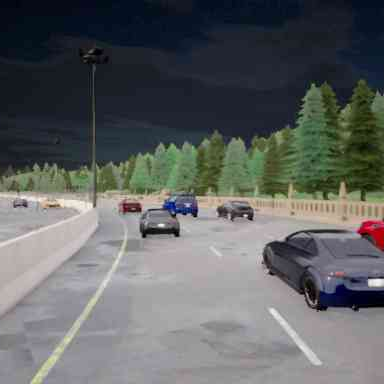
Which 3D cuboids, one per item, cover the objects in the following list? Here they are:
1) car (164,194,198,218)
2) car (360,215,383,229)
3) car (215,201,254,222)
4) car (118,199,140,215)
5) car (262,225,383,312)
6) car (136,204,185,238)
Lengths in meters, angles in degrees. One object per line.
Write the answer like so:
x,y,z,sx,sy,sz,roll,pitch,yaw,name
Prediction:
-1.114,1.227,29.851,2.150,2.045,5.566,0,0,-17,car
6.567,1.196,8.545,2.150,2.045,5.566,0,0,-5,car
3.349,1.492,26.745,1.837,1.490,4.892,0,0,-14,car
-6.600,1.505,35.069,1.882,1.535,5.008,0,0,-20,car
3.082,1.552,7.797,1.994,1.385,4.181,0,0,-4,car
-1.843,1.572,18.043,1.994,1.385,4.181,0,0,-10,car
